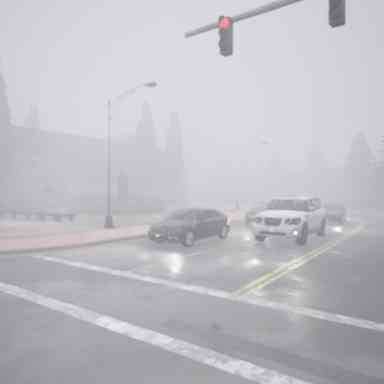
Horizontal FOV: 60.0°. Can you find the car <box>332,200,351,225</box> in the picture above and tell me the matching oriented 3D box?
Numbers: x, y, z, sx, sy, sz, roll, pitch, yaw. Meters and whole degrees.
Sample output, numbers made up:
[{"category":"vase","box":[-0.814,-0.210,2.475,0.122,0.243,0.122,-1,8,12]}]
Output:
[{"category":"car","box":[10.310,1.538,24.670,2.033,1.411,5.357,0,0,28]}]

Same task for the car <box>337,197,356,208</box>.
[{"category":"car","box":[22.130,1.460,49.183,1.882,1.535,5.008,0,0,-4]}]

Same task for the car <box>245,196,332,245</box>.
[{"category":"car","box":[4.841,1.213,16.000,2.150,2.045,5.566,0,0,34]}]

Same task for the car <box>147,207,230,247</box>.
[{"category":"car","box":[0.008,1.491,15.213,1.837,1.490,4.892,0,0,35]}]

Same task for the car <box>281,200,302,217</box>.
[{"category":"car","box":[9.607,1.508,32.024,1.812,1.442,4.674,0,0,18]}]

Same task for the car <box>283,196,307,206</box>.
[{"category":"car","box":[17.456,1.496,56.481,1.812,1.442,4.674,0,0,-14]}]

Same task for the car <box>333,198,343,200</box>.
[{"category":"car","box":[13.876,1.587,34.118,1.895,1.301,4.718,0,0,14]}]
